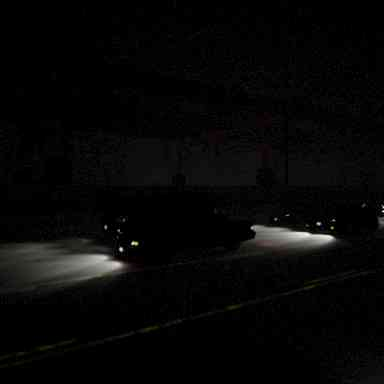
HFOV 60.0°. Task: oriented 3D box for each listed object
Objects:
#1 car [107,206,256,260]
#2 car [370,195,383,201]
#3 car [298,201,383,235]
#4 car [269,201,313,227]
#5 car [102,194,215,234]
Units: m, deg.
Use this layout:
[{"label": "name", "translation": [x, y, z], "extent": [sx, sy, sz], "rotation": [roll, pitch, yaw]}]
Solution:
[{"label": "car", "translation": [-0.080, 1.453, 12.266], "extent": [5.357, 1.411, 2.033], "rotation": [-1, 1, -33]}, {"label": "car", "translation": [15.548, 1.013, 26.573], "extent": [4.553, 1.767, 2.097], "rotation": [-1, 1, -33]}, {"label": "car", "translation": [7.917, 1.361, 17.463], "extent": [4.181, 1.385, 1.994], "rotation": [-1, 1, -33]}, {"label": "car", "translation": [6.930, 1.303, 20.998], "extent": [4.674, 1.442, 1.812], "rotation": [-1, 1, -33]}, {"label": "car", "translation": [-1.341, 1.112, 15.624], "extent": [5.566, 2.045, 2.150], "rotation": [-1, 1, -33]}]
